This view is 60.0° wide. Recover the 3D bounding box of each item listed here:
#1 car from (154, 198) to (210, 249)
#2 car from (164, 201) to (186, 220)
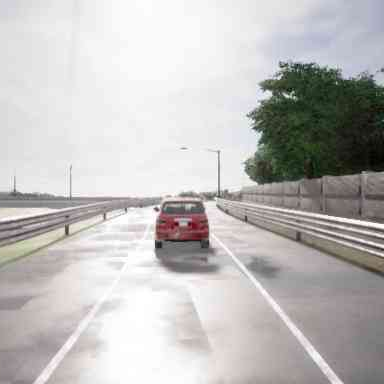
[{"bbox_3d":[-0.499,1.265,14.805,2.150,2.045,5.566,0,0,-4],"label":"car"},{"bbox_3d":[-1.513,1.542,29.706,1.812,1.442,4.674,0,0,-2],"label":"car"}]
